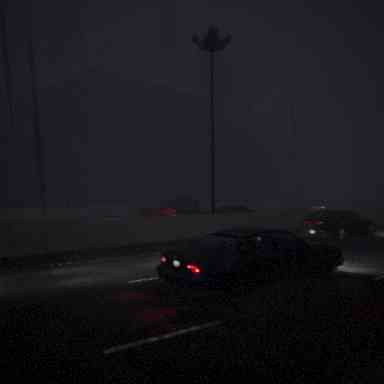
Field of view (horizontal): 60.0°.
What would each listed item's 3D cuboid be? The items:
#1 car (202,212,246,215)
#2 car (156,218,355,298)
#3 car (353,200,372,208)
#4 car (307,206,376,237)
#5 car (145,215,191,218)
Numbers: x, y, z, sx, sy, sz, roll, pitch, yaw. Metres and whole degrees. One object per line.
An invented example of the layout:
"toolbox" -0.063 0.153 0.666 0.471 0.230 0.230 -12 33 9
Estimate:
"car" 2.856 1.789 27.005 4.892 1.490 1.837 0 -1 -37
"car" 1.735 1.636 8.788 5.357 1.411 2.033 0 -1 -34
"car" 29.079 1.982 56.565 1.895 1.301 4.718 -1 -1 40
"car" 7.657 1.636 17.243 4.892 1.490 1.837 0 -1 -36
"car" -1.740 1.557 27.923 5.566 2.045 2.150 0 -1 -36
